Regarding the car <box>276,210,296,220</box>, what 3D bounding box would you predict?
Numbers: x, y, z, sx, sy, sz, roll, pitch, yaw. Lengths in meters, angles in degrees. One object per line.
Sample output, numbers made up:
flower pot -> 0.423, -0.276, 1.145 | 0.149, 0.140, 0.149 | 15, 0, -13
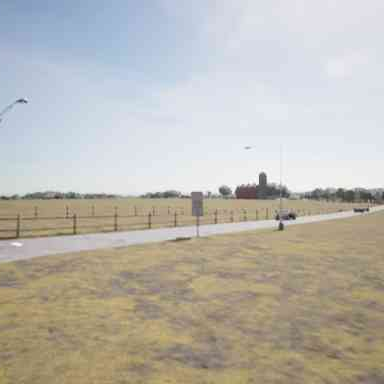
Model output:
car -> 14.111, 3.429, 49.847 | 2.128, 1.511, 4.902 | -1, -3, 35
